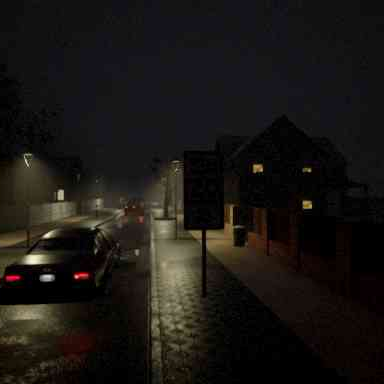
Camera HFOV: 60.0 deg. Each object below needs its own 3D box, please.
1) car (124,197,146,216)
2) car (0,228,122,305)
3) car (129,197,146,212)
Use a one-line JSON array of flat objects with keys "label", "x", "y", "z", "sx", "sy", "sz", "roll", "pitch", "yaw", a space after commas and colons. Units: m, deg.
[{"label": "car", "x": -6.574, "y": 1.728, "z": 38.370, "sx": 2.097, "sy": 1.767, "sz": 4.553, "roll": 0, "pitch": -1, "yaw": -6}, {"label": "car", "x": -2.923, "y": 1.627, "z": 8.496, "sx": 2.033, "sy": 1.411, "sz": 5.357, "roll": 0, "pitch": -1, "yaw": -7}, {"label": "car", "x": -7.870, "y": 1.698, "z": 48.436, "sx": 2.150, "sy": 2.045, "sz": 5.566, "roll": 0, "pitch": -1, "yaw": -7}]
